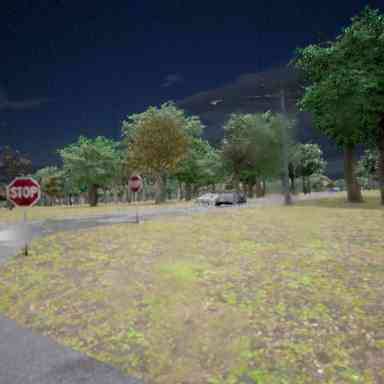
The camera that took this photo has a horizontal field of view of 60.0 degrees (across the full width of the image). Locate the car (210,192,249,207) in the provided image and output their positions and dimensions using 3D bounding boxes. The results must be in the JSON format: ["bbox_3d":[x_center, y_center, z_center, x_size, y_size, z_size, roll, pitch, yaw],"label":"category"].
[{"bbox_3d":[3.985,0.694,32.983,1.994,1.385,4.181,-4,-1,34],"label":"car"}]

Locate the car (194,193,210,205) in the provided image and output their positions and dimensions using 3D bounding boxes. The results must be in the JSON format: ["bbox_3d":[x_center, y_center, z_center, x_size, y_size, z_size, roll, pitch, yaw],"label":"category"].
[{"bbox_3d":[2.095,0.911,42.607,1.812,1.442,4.674,-4,-1,34],"label":"car"}]
